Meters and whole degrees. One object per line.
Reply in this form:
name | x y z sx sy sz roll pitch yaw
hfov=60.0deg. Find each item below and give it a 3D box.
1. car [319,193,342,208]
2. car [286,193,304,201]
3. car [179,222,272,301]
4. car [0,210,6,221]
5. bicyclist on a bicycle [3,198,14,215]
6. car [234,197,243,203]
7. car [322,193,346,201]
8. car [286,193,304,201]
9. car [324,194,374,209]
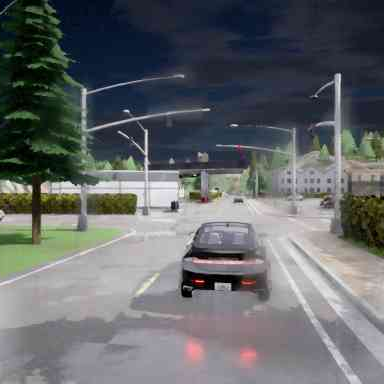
car | 18.680 1.330 41.724 5.027 1.636 2.152 0 0 8
car | 23.376 1.361 75.658 3.806 1.475 1.970 0 0 8
car | 0.886 1.492 8.398 2.128 1.511 4.902 0 0 8
car | -16.577 1.526 25.188 4.674 1.442 1.812 0 0 8
bicyclist on a bicycle | -17.956 1.453 32.524 0.582 1.620 1.656 0 0 7
car | 9.451 1.601 67.387 1.895 1.301 4.718 0 0 8
car | 31.779 1.097 74.520 4.605 1.855 1.932 0 0 8
car | 24.442 1.077 78.866 3.866 1.878 1.905 0 0 8
car | 18.297 1.340 38.610 4.514 1.523 2.007 0 0 8
